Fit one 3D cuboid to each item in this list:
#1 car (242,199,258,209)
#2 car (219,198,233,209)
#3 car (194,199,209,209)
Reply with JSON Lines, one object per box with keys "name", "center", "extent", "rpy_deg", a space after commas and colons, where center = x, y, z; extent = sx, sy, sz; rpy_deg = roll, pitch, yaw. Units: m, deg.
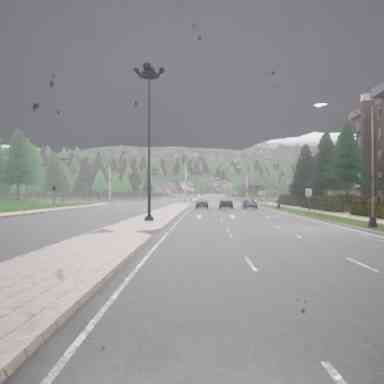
{"name": "car", "center": [8.479, 1.762, 49.068], "extent": [2.033, 1.411, 5.357], "rpy_deg": [0, 0, 2]}
{"name": "car", "center": [4.982, 1.692, 49.198], "extent": [1.882, 1.535, 5.008], "rpy_deg": [0, 0, 2]}
{"name": "car", "center": [1.472, 1.739, 48.987], "extent": [1.812, 1.442, 4.674], "rpy_deg": [0, 0, 2]}
